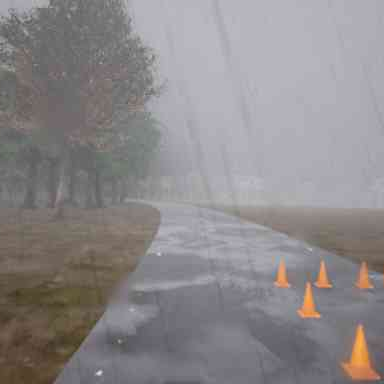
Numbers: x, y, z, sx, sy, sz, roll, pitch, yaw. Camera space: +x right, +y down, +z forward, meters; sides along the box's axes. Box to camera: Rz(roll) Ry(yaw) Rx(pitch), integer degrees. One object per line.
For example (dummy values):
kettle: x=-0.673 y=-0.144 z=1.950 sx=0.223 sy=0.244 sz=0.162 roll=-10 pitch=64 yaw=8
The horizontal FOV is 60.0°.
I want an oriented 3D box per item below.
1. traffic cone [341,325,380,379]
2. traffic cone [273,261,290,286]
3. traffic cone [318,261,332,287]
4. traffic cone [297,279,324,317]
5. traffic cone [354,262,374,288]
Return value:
traffic cone: x=2.135 y=1.986 z=4.223 sx=0.340 sy=0.580 sz=0.340 roll=1 pitch=0 yaw=1
traffic cone: x=2.221 y=1.994 z=8.222 sx=0.340 sy=0.580 sz=0.340 roll=1 pitch=0 yaw=1
traffic cone: x=3.221 y=2.003 z=8.200 sx=0.340 sy=0.580 sz=0.340 roll=1 pitch=0 yaw=1
traffic cone: x=2.178 y=1.990 z=6.223 sx=0.340 sy=0.580 sz=0.340 roll=0 pitch=0 yaw=1
traffic cone: x=4.221 y=2.012 z=8.178 sx=0.340 sy=0.580 sz=0.340 roll=1 pitch=0 yaw=1
